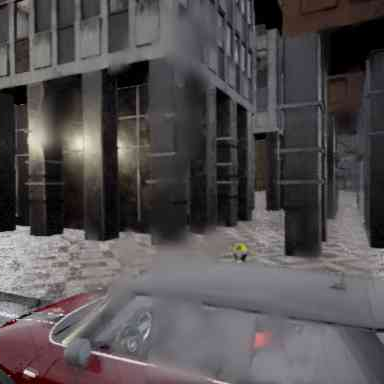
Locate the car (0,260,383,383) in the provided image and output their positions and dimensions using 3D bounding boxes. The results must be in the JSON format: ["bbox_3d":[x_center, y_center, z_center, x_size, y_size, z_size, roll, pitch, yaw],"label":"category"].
[{"bbox_3d":[-0.095,1.376,2.963,4.097,1.590,1.967,0,1,25],"label":"car"}]
